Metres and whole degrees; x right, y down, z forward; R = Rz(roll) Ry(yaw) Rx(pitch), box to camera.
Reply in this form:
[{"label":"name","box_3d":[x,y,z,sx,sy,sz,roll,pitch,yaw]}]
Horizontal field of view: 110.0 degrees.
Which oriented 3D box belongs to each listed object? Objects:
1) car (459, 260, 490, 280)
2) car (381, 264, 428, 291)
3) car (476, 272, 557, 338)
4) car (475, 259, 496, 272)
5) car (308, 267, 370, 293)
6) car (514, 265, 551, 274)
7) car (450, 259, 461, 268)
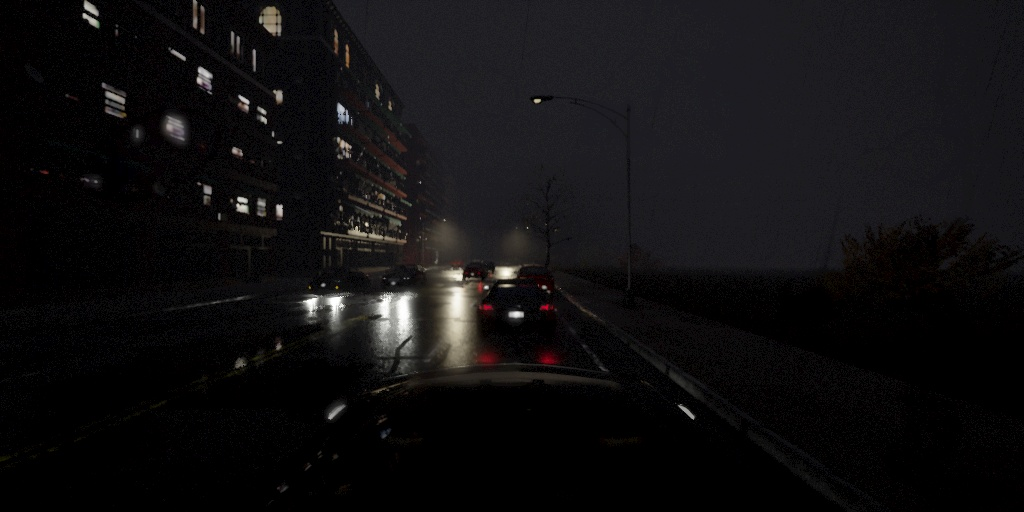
[{"label":"car","box_3d":[-3.158,1.296,31.112,1.812,1.442,4.674,0,0,0]},{"label":"car","box_3d":[-6.606,1.256,22.410,2.128,1.511,4.902,0,0,0]},{"label":"car","box_3d":[0.101,1.320,10.261,1.994,1.385,4.181,0,0,0]},{"label":"car","box_3d":[-3.157,1.269,45.831,2.128,1.511,4.902,0,0,0]},{"label":"car","box_3d":[-9.855,1.327,20.699,1.994,1.385,4.181,0,0,0]},{"label":"car","box_3d":[1.133,1.240,19.182,1.882,1.535,5.008,0,0,0]},{"label":"car","box_3d":[-9.817,1.264,64.211,1.882,1.535,5.008,0,0,0]}]
